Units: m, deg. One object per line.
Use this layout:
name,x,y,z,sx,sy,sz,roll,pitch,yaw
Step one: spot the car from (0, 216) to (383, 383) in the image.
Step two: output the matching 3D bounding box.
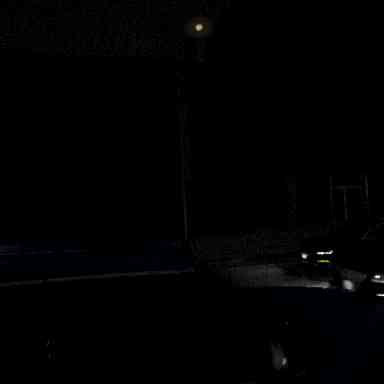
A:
car,-0.668,1.333,2.257,5.566,2.045,2.150,-3,-3,-14

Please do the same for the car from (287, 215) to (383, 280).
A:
car,5.713,1.579,10.505,4.892,1.490,1.837,-2,-2,-13
